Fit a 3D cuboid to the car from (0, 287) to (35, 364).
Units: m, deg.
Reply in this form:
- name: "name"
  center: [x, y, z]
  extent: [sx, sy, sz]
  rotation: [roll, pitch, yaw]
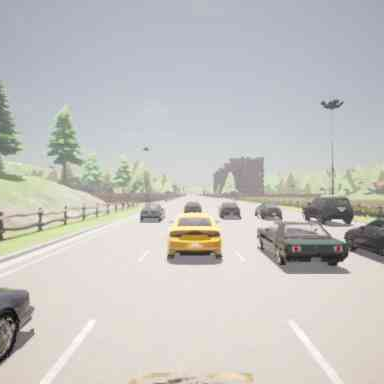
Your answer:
- name: "car"
  center: [-3.401, 1.569, 2.798]
  extent: [2.033, 1.411, 5.357]
  rotation: [0, 0, 0]

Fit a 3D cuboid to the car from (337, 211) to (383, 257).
- name: "car"
  center: [7.097, 1.610, 11.602]
  extent: [1.812, 1.442, 4.674]
  rotation: [0, 0, 0]

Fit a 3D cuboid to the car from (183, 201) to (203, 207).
- name: "car"
  center: [0.089, 1.761, 35.139]
  extent: [1.837, 1.490, 4.892]
  rotation: [0, 0, 0]

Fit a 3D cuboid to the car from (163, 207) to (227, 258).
- name: "car"
  center: [0.094, 1.574, 13.169]
  extent: [1.882, 1.535, 5.008]
  rotation: [0, 0, 0]

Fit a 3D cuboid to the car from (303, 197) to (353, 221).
- name: "car"
  center: [10.592, 1.413, 26.201]
  extent: [2.150, 2.045, 5.566]
  rotation: [0, 0, 0]

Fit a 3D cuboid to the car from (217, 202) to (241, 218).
- name: "car"
  center: [3.590, 1.742, 32.458]
  extent: [1.837, 1.490, 4.892]
  rotation: [0, 0, 0]

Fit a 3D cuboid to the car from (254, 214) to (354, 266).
- name: "car"
  center: [3.597, 1.687, 11.827]
  extent: [1.895, 1.301, 4.718]
  rotation: [0, 0, 0]

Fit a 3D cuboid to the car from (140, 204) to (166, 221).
- name: "car"
  center: [-3.409, 1.761, 29.315]
  extent: [2.033, 1.411, 5.357]
  rotation: [0, 0, 0]

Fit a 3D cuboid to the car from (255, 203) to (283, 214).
- name: "car"
  center: [7.091, 1.750, 31.023]
  extent: [1.812, 1.442, 4.674]
  rotation: [0, 0, 0]
